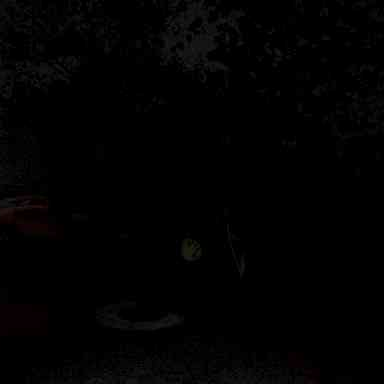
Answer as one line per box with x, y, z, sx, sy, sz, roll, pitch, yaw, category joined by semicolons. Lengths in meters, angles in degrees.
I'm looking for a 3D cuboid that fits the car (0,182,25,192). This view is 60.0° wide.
-38.450;-1.098;70.399;5.566;2.045;2.435;1;1;-30;car

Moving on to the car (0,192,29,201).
-8.134;1.109;17.587;4.553;1.767;2.185;1;2;-30;car

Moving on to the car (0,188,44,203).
-19.145;0.398;36.805;4.792;1.488;2.163;1;2;-30;car

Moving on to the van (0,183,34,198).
-24.500;-0.214;46.337;4.442;1.987;1.878;1;1;-30;van

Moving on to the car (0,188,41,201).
-20.456;0.305;39.094;4.792;1.488;2.163;1;1;-30;car

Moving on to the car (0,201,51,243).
-6.793;1.343;15.169;5.008;1.535;2.097;1;2;-30;car

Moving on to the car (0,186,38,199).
-23.226;0.095;43.884;5.008;1.535;2.097;1;1;-30;car

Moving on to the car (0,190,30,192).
-12.391;0.905;24.580;5.366;1.575;1.946;1;2;-30;car

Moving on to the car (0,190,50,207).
-16.381;0.612;31.864;4.792;1.488;2.163;1;2;-30;car

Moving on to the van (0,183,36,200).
-21.934;-0.043;41.407;4.442;1.987;1.878;1;1;-30;van

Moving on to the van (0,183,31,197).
-26.078;-0.303;48.624;4.442;1.987;1.878;1;1;-30;van

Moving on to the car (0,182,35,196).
-27.377;-0.412;51.070;5.566;2.045;2.435;1;1;-30;car

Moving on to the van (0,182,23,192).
-39.701;-1.156;72.875;4.442;1.987;1.878;1;1;-30;van

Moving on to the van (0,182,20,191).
-42.660;-1.330;77.571;4.442;1.987;1.878;1;1;-30;van

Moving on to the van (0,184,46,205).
-17.684;0.247;34.439;4.442;1.987;1.878;1;2;-30;van

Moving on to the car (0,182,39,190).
-14.947;0.441;29.483;5.566;2.045;2.435;1;2;-30;car

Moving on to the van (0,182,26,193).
-34.196;-0.815;63.265;4.442;1.987;1.878;1;1;-30;van
